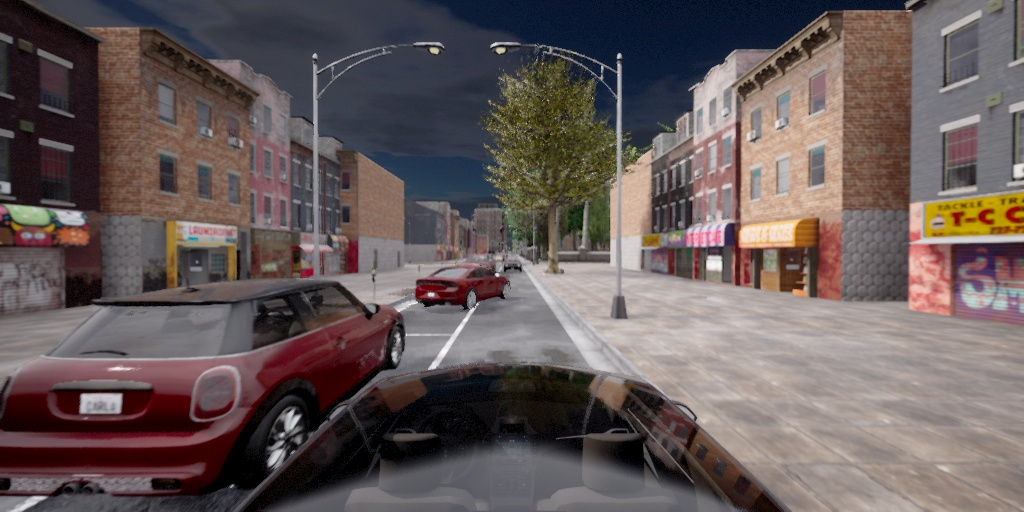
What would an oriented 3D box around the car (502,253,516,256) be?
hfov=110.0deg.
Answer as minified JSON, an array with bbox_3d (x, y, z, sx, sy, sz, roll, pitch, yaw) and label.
[{"bbox_3d":[0.007,0.692,49.123,1.882,1.535,5.008,0,1,0],"label":"car"}]

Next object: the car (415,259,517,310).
[{"bbox_3d":[-1.710,1.085,14.135,1.882,1.535,5.008,1,1,23],"label":"car"}]

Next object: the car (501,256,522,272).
[{"bbox_3d":[0.105,0.942,37.551,1.895,1.301,4.718,0,1,1],"label":"car"}]

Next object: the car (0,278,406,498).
[{"bbox_3d":[-2.988,1.068,4.733,2.097,1.767,4.553,0,1,0],"label":"car"}]

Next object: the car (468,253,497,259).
[{"bbox_3d":[-2.634,0.759,28.384,2.192,1.841,5.009,0,0,0],"label":"car"}]

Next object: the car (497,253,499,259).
[{"bbox_3d":[-2.633,0.696,33.996,2.192,1.841,5.009,0,0,0],"label":"car"}]
